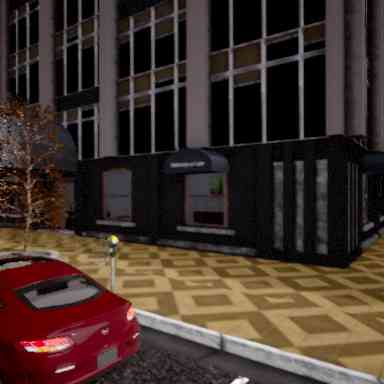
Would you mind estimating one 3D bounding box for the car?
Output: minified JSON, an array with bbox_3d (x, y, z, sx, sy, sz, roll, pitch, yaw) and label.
[{"bbox_3d":[-2.579,1.592,4.713,4.206,1.307,1.802,0,0,35],"label":"car"}]
